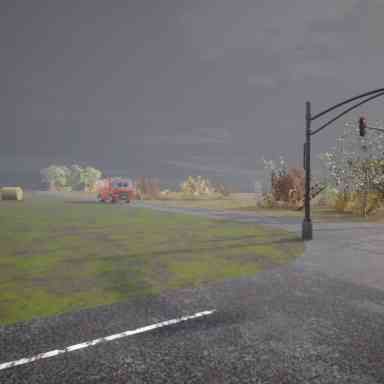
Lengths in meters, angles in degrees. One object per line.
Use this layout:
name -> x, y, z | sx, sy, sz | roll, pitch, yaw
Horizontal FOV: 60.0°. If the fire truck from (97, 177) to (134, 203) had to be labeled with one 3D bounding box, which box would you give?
fire truck -> -11.716, -0.355, 50.059 | 2.891, 3.827, 8.468 | 1, 0, -32
